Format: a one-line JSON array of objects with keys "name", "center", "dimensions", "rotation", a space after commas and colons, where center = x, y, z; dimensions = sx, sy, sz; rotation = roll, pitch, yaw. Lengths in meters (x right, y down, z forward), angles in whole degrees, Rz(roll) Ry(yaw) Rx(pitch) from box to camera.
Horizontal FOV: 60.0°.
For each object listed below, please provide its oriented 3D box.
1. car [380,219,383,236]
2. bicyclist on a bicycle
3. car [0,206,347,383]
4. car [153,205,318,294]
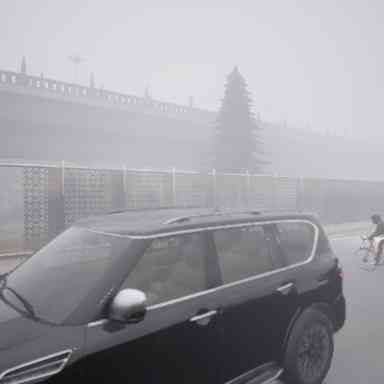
[{"name": "car", "center": [11.442, 1.564, 17.251], "dimensions": [4.181, 1.385, 1.994], "rotation": [0, 0, -37]}, {"name": "bicyclist on a bicycle", "center": [5.220, 1.455, 9.094], "dimensions": [0.582, 1.620, 1.656], "rotation": [0, -2, -38]}, {"name": "car", "center": [-0.475, 1.222, 3.605], "dimensions": [5.566, 2.045, 2.150], "rotation": [0, 0, -39]}, {"name": "car", "center": [1.395, 1.352, 9.532], "dimensions": [4.553, 1.767, 2.097], "rotation": [0, 0, -38]}]
